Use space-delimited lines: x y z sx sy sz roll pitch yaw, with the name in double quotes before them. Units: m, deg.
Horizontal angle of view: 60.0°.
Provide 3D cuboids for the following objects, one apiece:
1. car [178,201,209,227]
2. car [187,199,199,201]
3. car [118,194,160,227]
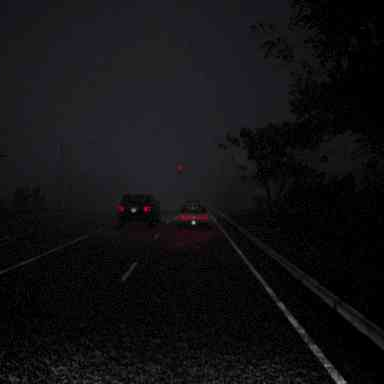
"car" 0.097 1.537 22.046 1.895 1.301 4.718 0 0 0
"car" 0.096 1.546 38.465 1.837 1.490 4.892 0 -1 0
"car" -3.404 1.157 22.091 2.150 2.045 5.566 0 0 0
